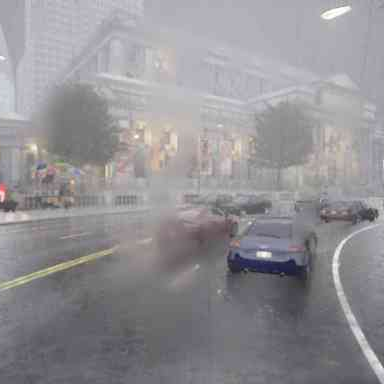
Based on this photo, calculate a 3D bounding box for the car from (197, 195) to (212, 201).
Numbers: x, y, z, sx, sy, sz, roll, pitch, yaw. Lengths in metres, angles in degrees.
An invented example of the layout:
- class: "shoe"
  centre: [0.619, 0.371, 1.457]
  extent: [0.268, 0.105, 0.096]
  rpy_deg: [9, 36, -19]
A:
- class: "car"
  centre: [1.969, 0.931, 27.628]
  extent: [5.008, 1.535, 1.882]
  rpy_deg: [-1, 1, -45]

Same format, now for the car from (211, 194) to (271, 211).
- class: "car"
  centre: [3.987, 1.003, 24.717]
  extent: [1.882, 1.535, 5.008]
  rpy_deg: [1, 1, 44]

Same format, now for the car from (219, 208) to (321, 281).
- class: "car"
  centre: [2.448, 1.385, 9.524]
  extent: [1.994, 1.385, 4.181]
  rpy_deg: [1, 1, 23]

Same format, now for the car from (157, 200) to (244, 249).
- class: "car"
  centre: [0.365, 1.259, 13.265]
  extent: [1.812, 1.442, 4.674]
  rpy_deg: [1, 1, 27]

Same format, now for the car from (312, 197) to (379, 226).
- class: "car"
  centre: [9.807, 1.196, 20.589]
  extent: [5.357, 1.411, 2.033]
  rpy_deg: [-1, 2, -45]

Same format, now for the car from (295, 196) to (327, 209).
- class: "car"
  centre: [9.682, 1.049, 25.098]
  extent: [4.902, 1.511, 2.128]
  rpy_deg: [-1, 1, -41]
